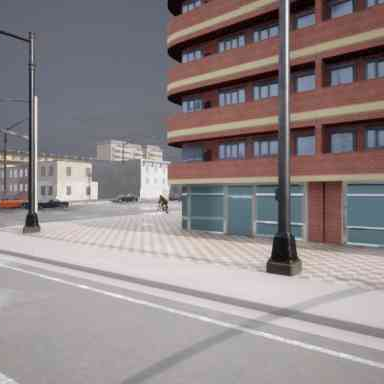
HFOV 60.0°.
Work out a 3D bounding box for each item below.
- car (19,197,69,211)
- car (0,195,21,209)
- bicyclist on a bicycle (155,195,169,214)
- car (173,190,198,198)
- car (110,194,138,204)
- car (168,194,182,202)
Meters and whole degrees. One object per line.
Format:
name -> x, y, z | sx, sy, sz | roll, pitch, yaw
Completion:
car -> -16.612, 1.411, 38.060 | 1.895, 1.301, 4.718 | 0, 1, 37
car -> -21.264, 1.207, 37.674 | 2.097, 1.767, 4.553 | 0, 1, 37
bicyclist on a bicycle -> -2.613, 1.094, 29.256 | 1.656, 1.620, 0.582 | 0, 1, 37
car -> -1.145, 0.440, 64.553 | 2.033, 1.411, 5.357 | 0, 1, 37
car -> -10.590, 1.054, 52.011 | 2.128, 1.511, 4.902 | 0, 1, 37
car -> -2.208, 0.963, 57.357 | 1.994, 1.385, 4.181 | 0, 1, 37
